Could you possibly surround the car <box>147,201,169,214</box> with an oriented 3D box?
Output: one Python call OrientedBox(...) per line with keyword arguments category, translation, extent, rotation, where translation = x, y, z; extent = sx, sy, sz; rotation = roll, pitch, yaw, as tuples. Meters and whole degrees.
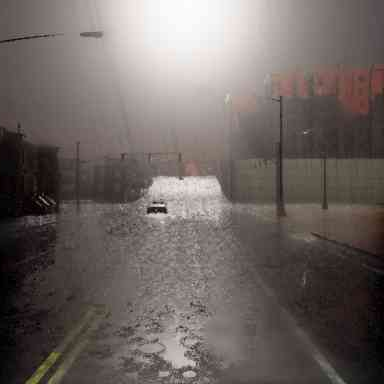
OrientedBox(category="car", translation=(-3.500, 1.598, 34.650), extent=(1.994, 1.385, 4.181), rotation=(0, 0, 0))
